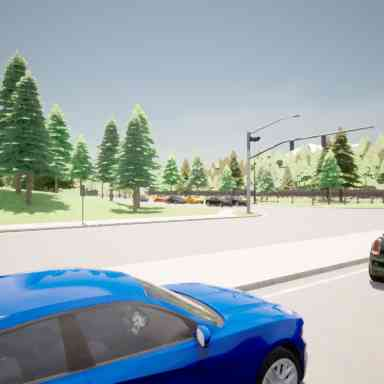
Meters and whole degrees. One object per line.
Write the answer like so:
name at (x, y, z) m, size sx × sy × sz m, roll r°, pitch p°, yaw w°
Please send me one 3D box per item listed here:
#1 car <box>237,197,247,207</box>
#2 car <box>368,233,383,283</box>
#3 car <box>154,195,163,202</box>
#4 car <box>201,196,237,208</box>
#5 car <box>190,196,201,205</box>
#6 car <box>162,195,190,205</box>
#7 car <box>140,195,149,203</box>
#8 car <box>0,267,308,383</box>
car at (6.634, 1.476, 52.280) m, size 1.882 × 1.535 × 5.008 m, roll 0°, pitch 0°, yaw -35°
car at (6.500, 1.352, 8.408) m, size 4.553 × 1.767 × 2.097 m, roll 0°, pitch 0°, yaw -35°
car at (-6.153, 1.351, 70.744) m, size 2.097 × 1.767 × 4.553 m, roll 0°, pitch 0°, yaw -35°
car at (4.014, 1.476, 49.916) m, size 1.882 × 1.535 × 5.008 m, roll 0°, pitch 0°, yaw -35°
car at (0.388, 1.476, 61.254) m, size 1.882 × 1.535 × 5.008 m, roll 0°, pitch 0°, yaw -35°
car at (-2.875, 1.501, 59.800) m, size 1.837 × 1.490 × 4.892 m, roll 0°, pitch 1°, yaw -35°
car at (-10.984, 1.488, 71.546) m, size 1.837 × 1.490 × 4.892 m, roll 0°, pitch 0°, yaw -35°
car at (-0.997, 1.478, 3.037) m, size 5.008 × 1.535 × 1.882 m, roll 0°, pitch 0°, yaw -35°
